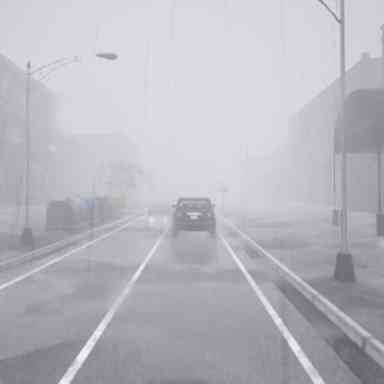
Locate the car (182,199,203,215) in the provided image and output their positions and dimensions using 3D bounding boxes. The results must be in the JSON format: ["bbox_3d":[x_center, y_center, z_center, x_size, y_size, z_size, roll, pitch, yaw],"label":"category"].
[{"bbox_3d":[0.090,1.604,36.346,2.128,1.511,4.902,0,0,0],"label":"car"}]

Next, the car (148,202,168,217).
[{"bbox_3d":[-3.100,1.656,32.180,1.994,1.385,4.181,0,0,0],"label":"car"}]

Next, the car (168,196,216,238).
[{"bbox_3d":[0.095,1.252,17.885,2.150,2.045,5.566,0,0,0],"label":"car"}]

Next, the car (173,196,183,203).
[{"bbox_3d":[-3.019,1.622,72.871,1.895,1.301,4.718,0,0,0],"label":"car"}]
